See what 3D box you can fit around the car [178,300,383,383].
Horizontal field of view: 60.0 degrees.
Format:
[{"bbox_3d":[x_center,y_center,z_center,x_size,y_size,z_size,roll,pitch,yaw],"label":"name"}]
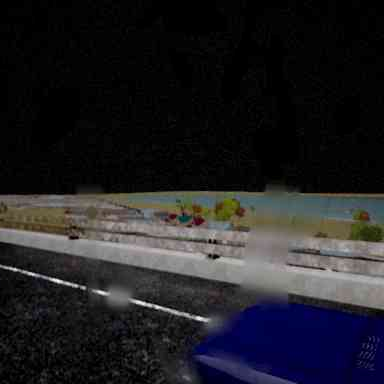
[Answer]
[{"bbox_3d":[2.226,1.602,2.423,4.718,1.301,1.895,0,0,35],"label":"car"}]
